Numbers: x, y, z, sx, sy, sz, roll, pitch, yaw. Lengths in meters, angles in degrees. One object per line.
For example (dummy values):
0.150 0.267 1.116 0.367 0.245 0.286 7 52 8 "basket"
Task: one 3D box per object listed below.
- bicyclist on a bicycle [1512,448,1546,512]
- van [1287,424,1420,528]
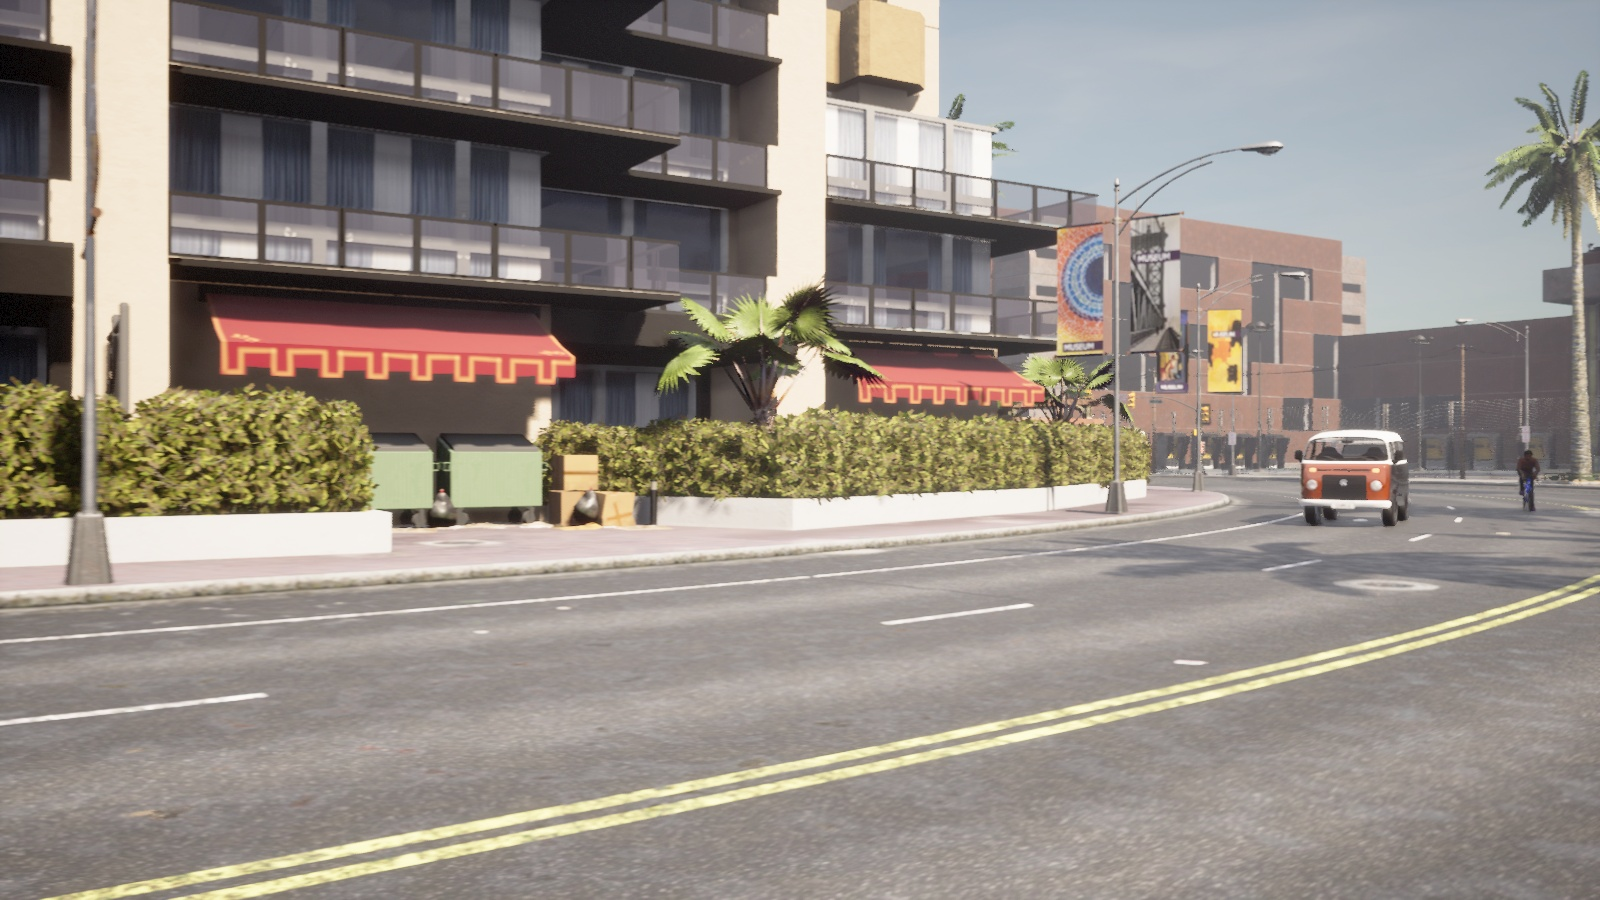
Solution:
18.919 0.749 32.606 0.582 1.620 1.656 0 0 24 "bicyclist on a bicycle"
12.056 0.520 27.188 2.069 2.038 4.480 0 0 31 "van"
